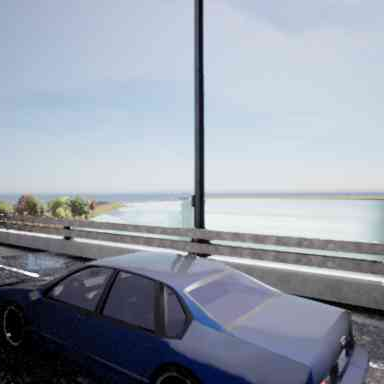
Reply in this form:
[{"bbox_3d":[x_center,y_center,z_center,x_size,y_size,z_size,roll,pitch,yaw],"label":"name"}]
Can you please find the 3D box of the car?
[{"bbox_3d":[-0.683,1.559,4.492,5.357,1.411,2.033,0,0,36],"label":"car"}]
